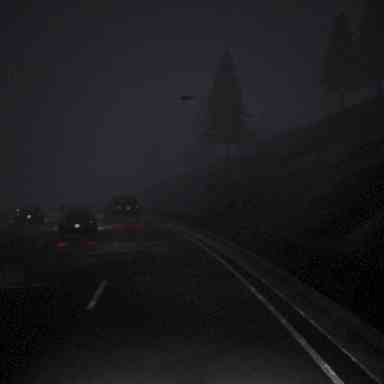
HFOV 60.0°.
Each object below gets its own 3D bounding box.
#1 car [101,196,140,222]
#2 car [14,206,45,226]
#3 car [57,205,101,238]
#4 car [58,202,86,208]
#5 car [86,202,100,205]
[{"bbox_3d":[-5.987,1.337,28.223,2.150,2.045,5.566,-1,0,-24],"label":"car"},{"bbox_3d":[-12.566,1.770,25.876,1.994,1.385,4.181,-1,0,-23],"label":"car"},{"bbox_3d":[-6.299,1.672,18.637,1.994,1.385,4.181,-1,0,-16],"label":"car"},{"bbox_3d":[-12.203,1.807,32.938,1.895,1.301,4.718,-1,0,-29],"label":"car"},{"bbox_3d":[-12.168,1.813,40.000,1.895,1.301,4.718,-1,0,-31],"label":"car"}]
